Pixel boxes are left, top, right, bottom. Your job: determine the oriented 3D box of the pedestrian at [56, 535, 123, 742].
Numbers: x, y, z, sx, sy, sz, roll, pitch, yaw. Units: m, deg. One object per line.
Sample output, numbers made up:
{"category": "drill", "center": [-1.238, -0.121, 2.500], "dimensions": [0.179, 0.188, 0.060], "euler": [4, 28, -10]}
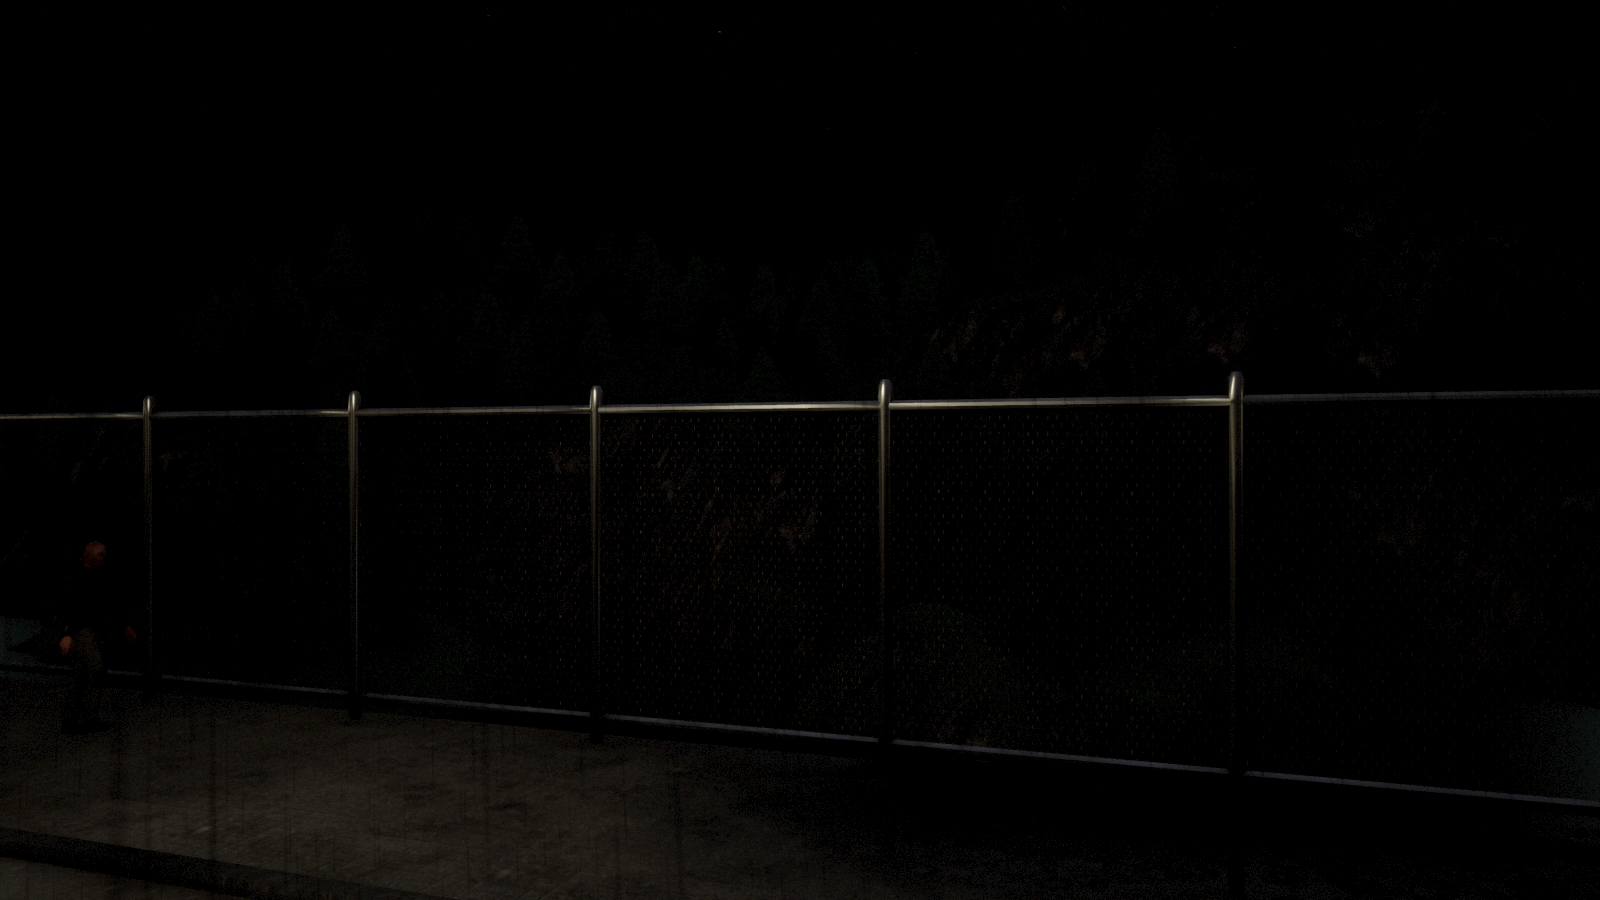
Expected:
{"category": "pedestrian", "center": [-6.662, 1.748, 10.716], "dimensions": [0.375, 1.860, 0.375], "euler": [0, 0, 13]}
